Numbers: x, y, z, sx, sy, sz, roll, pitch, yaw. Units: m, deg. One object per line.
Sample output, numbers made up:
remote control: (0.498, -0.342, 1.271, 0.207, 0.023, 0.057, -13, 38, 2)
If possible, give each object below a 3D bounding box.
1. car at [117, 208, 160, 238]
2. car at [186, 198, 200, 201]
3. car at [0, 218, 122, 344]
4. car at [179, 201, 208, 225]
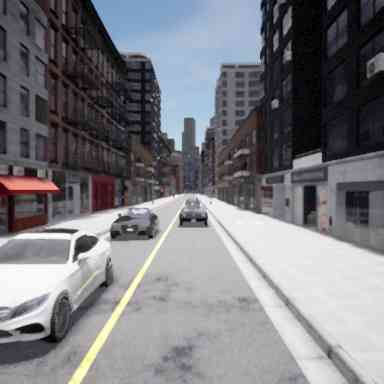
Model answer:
car: (-2.777, 1.504, 16.970, 1.994, 1.385, 4.181, 0, 0, 1)
car: (0.099, 1.424, 43.642, 1.994, 1.385, 4.181, 0, 0, 0)
car: (-2.843, 1.501, 6.557, 1.812, 1.442, 4.674, 0, 0, 0)
car: (0.101, 1.521, 23.325, 1.895, 1.301, 4.718, 0, 0, 0)
